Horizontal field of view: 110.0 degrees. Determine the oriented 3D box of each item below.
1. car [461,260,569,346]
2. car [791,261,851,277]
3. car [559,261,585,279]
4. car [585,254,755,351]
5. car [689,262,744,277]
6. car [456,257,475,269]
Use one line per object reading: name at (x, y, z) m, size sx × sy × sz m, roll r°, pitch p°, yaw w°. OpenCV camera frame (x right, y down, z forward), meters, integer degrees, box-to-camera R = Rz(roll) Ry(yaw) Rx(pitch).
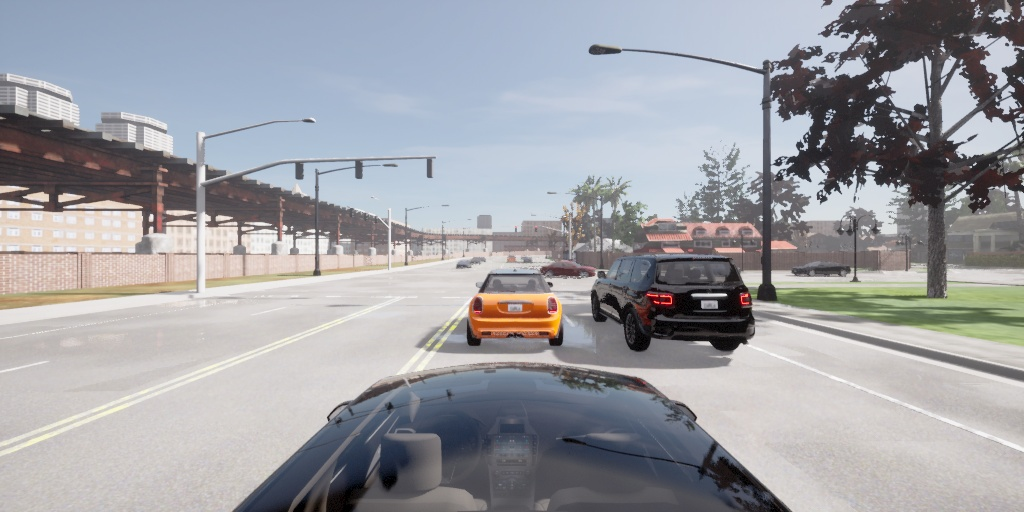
car at (0.071, 1.102, 9.603) m, size 2.097 × 1.767 × 4.553 m, roll 0°, pitch 0°, yaw 0°
car at (30.300, 1.228, 35.244) m, size 5.008 × 1.535 × 1.882 m, roll 0°, pitch 0°, yaw -1°
car at (5.067, 1.212, 32.292) m, size 5.008 × 1.535 × 1.882 m, roll 0°, pitch 1°, yaw 22°
car at (3.572, 0.971, 9.146) m, size 2.150 × 2.045 × 5.566 m, roll 0°, pitch 0°, yaw 0°
car at (19.856, 1.315, 34.967) m, size 4.181 × 1.385 × 1.994 m, roll 0°, pitch 0°, yaw -2°
car at (-7.153, 1.206, 53.560) m, size 2.033 × 1.411 × 5.357 m, roll 0°, pitch 1°, yaw 0°
